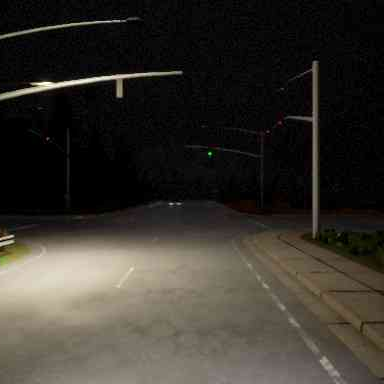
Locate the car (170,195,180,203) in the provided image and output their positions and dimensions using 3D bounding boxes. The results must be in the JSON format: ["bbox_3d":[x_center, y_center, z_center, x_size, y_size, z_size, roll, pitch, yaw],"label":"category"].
[{"bbox_3d":[-3.500,1.493,69.226,1.837,1.490,4.892,0,0,0],"label":"car"}]
